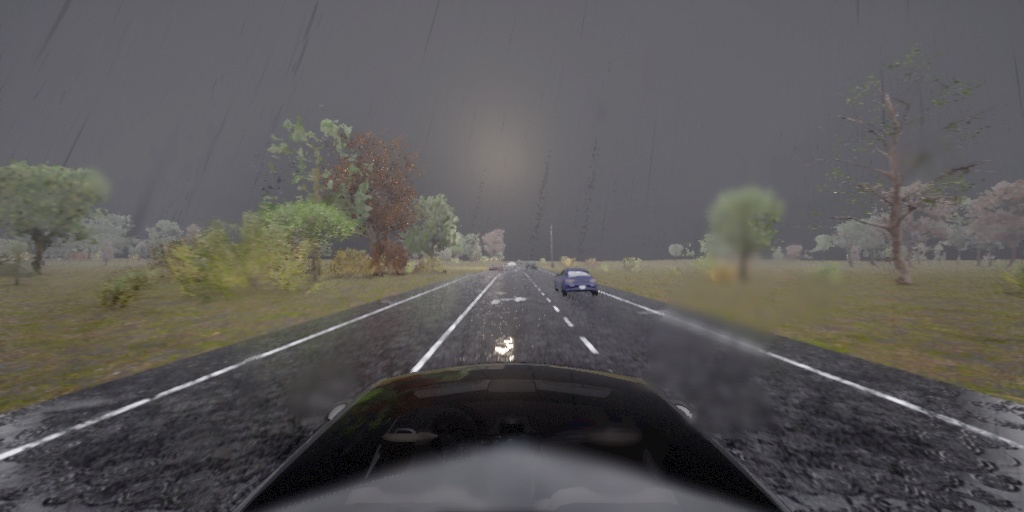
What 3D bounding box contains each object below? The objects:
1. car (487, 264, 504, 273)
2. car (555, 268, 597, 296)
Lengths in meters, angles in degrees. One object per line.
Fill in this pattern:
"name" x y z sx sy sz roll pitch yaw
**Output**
"car" -2.460 1.834 53.983 1.895 1.301 4.718 -1 -1 7
"car" 3.505 1.407 20.125 1.812 1.442 4.674 -1 -1 0
